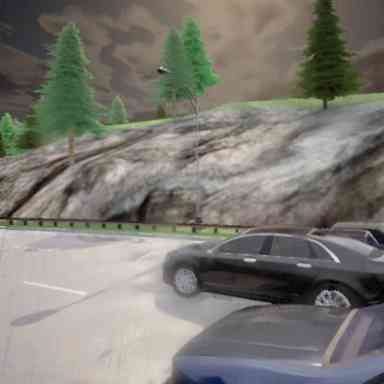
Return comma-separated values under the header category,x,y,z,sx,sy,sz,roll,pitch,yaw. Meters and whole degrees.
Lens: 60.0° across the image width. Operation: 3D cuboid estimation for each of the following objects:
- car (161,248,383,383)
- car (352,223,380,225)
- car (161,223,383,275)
category,x,y,z,sx,sy,sz,roll,pitch,yaw
car,2.341,1.519,2.271,5.357,1.411,2.033,0,0,35
car,4.225,1.533,9.353,4.718,1.301,1.895,0,0,33
car,1.584,1.466,6.850,4.892,1.490,1.837,0,0,33
